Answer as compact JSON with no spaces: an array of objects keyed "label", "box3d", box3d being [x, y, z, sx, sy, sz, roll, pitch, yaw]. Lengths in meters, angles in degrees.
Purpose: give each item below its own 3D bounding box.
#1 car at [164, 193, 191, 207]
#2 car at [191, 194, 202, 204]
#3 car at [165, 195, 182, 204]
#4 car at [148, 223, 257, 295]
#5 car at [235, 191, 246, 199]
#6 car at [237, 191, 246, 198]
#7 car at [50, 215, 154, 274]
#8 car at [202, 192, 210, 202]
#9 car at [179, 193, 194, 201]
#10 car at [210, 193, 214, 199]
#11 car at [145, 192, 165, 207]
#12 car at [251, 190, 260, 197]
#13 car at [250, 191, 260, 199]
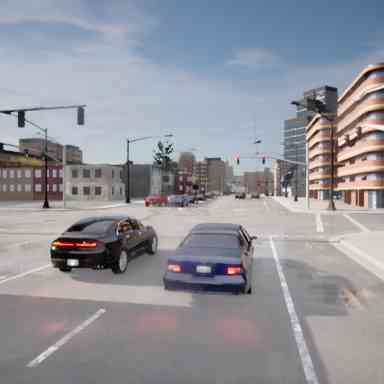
[{"label":"car","box3d":[-1.961,1.215,47.430,2.097,1.767,4.553,0,1,11]},{"label":"car","box3d":[-0.204,1.226,56.341,2.128,1.511,4.902,0,1,11]},{"label":"car","box3d":[-3.270,1.228,58.863,1.812,1.442,4.674,0,1,12]},{"label":"car","box3d":[0.705,1.546,8.902,2.033,1.411,5.357,0,0,11]},{"label":"car","box3d":[11.072,0.889,77.014,1.994,1.385,4.181,0,1,11]},{"label":"car","box3d":[12.964,0.538,86.667,2.097,1.767,4.553,0,1,11]},{"label":"car","box3d":[-2.513,1.503,10.645,1.837,1.490,4.892,0,0,11]},{"label":"car","box3d":[1.747,1.108,65.991,2.033,1.411,5.357,0,1,12]},{"label":"car","box3d":[-1.152,1.061,69.237,2.033,1.411,5.357,0,1,11]},{"label":"car","box3d":[3.786,0.849,76.232,1.882,1.535,5.008,0,1,11]},{"label":"car","box3d":[-5.169,1.072,49.305,2.150,2.045,5.566,0,1,11]},{"label":"car","box3d":[16.320,0.450,85.593,2.097,1.767,4.553,0,1,11]},{"label":"car","box3d":[14.320,0.868,75.389,2.128,1.511,4.902,0,1,11]}]
